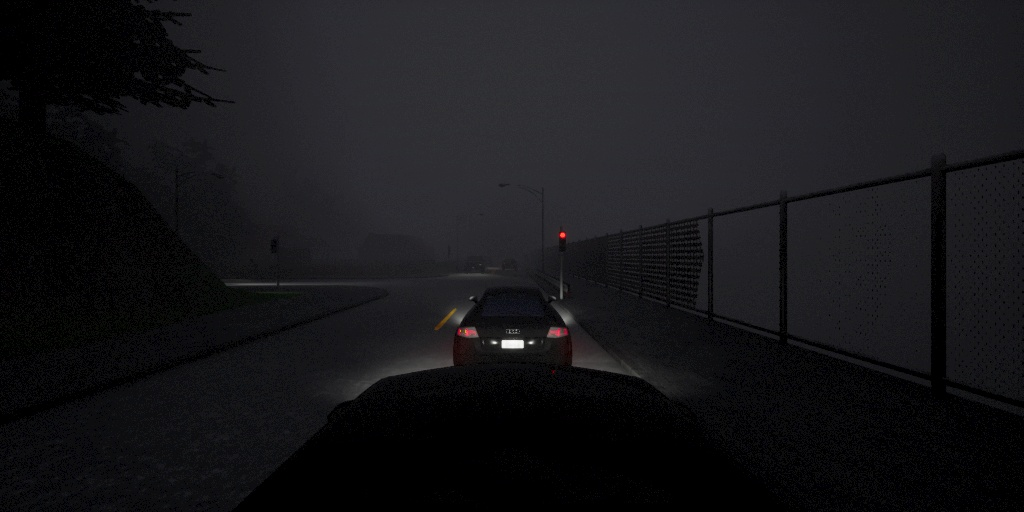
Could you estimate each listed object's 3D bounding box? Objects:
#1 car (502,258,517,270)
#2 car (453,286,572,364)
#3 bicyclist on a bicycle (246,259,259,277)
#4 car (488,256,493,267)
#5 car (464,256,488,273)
[{"bbox_3d":[-0.311,1.102,51.642,2.097,1.767,4.553,0,0,0],"label":"car"},{"bbox_3d":[0.017,1.314,7.477,1.994,1.385,4.181,0,0,0],"label":"car"},{"bbox_3d":[-24.055,1.099,33.289,0.582,1.620,1.656,0,0,0],"label":"bicyclist on a bicycle"},{"bbox_3d":[-4.576,0.974,64.210,2.150,2.045,5.566,0,0,0],"label":"car"},{"bbox_3d":[-4.445,0.971,43.465,2.150,2.045,5.566,0,0,0],"label":"car"}]
